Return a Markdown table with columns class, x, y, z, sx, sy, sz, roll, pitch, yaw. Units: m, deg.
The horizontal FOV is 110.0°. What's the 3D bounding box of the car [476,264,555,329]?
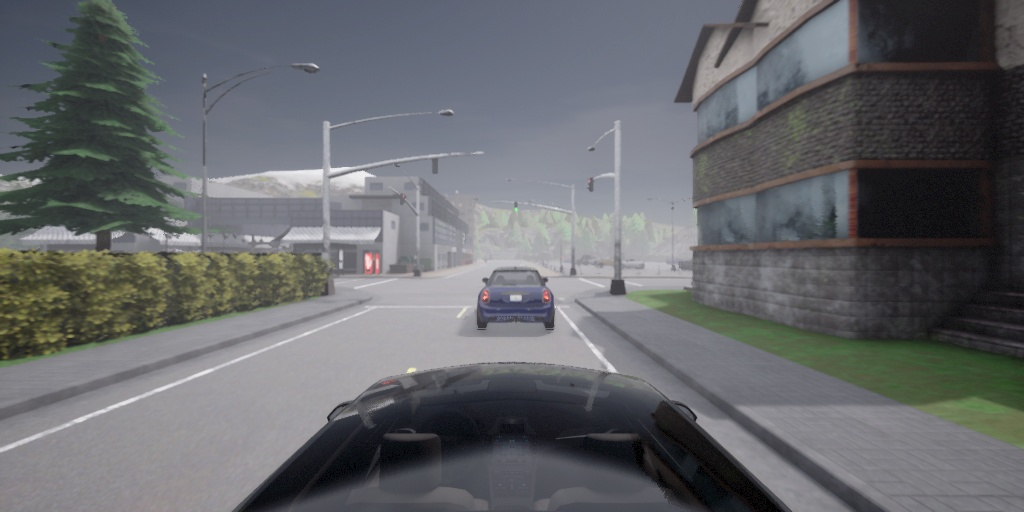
| class | x | y | z | sx | sy | sz | roll | pitch | yaw |
| --- | --- | --- | --- | --- | --- | --- | --- | --- | --- |
| car | 0.102 | 1.088 | 11.313 | 2.097 | 1.767 | 4.553 | 0 | 0 | 0 |
